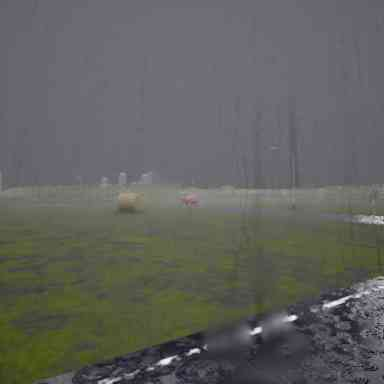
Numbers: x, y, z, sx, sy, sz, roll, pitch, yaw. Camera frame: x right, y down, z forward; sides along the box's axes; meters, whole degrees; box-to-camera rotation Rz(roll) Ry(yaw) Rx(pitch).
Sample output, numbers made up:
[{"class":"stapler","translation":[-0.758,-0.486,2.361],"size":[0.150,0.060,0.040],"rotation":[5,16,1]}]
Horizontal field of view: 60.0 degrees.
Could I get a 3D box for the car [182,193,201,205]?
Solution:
[{"class":"car","translation":[-0.470,1.264,62.415],"size":[2.150,2.045,5.566],"rotation":[-1,0,-12]}]
